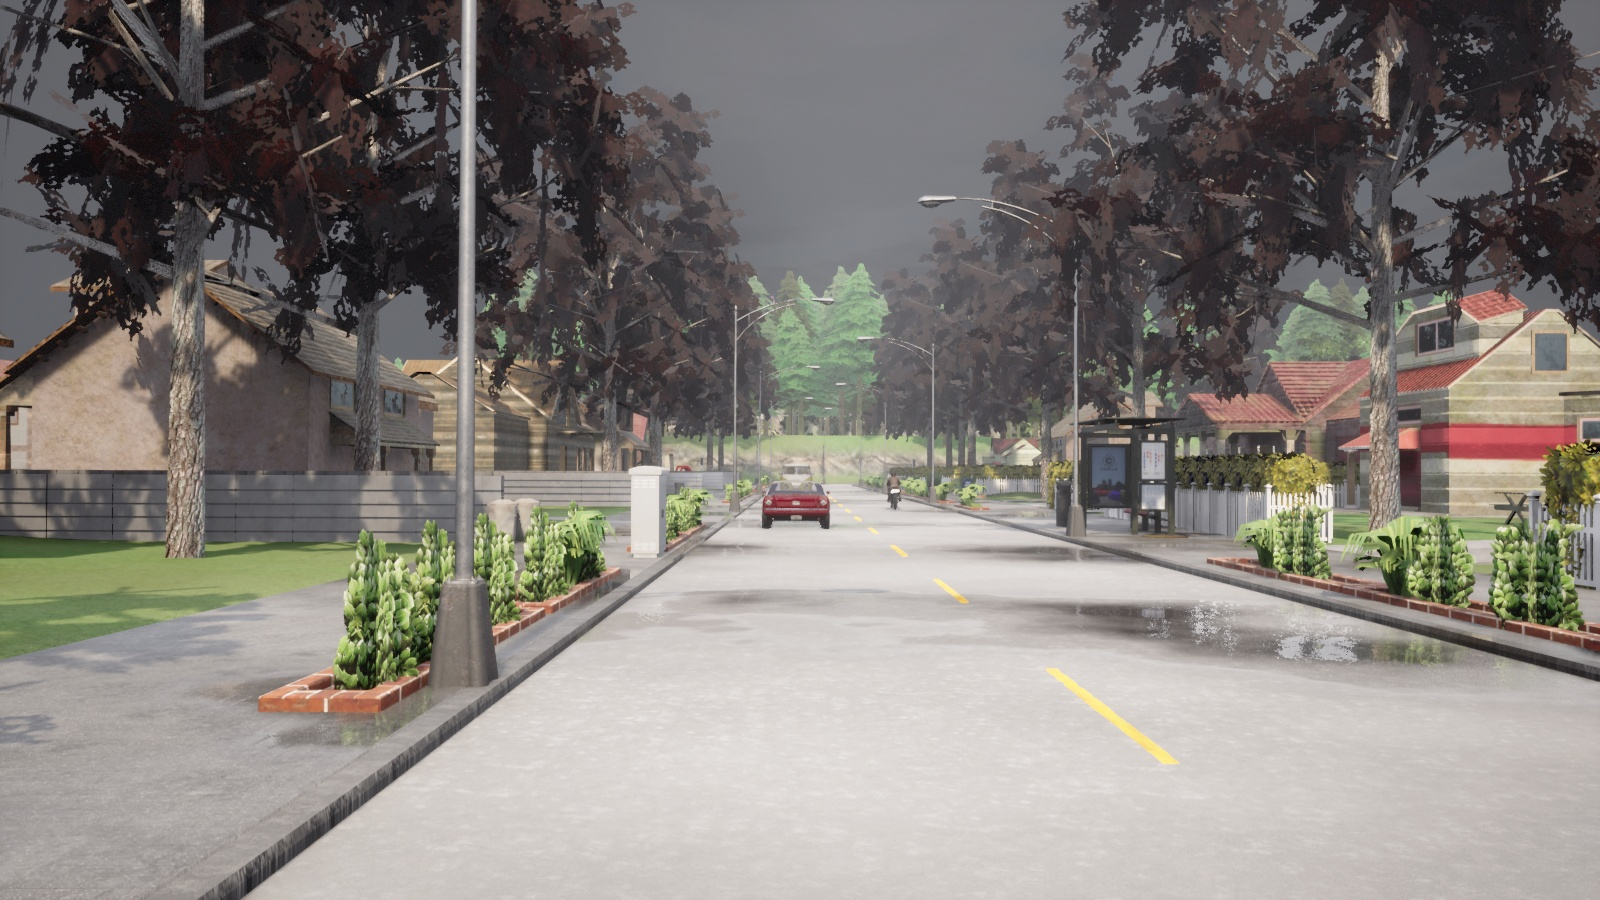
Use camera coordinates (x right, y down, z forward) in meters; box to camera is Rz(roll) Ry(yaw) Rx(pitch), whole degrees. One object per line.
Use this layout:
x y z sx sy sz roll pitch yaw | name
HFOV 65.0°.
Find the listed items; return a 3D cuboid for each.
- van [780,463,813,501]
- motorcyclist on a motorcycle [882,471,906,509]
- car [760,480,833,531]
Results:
-0.186 1.714 68.398 1.775 1.987 4.442 0 -1 0 | van
3.860 1.646 51.617 0.797 1.523 2.044 0 -1 0 | motorcyclist on a motorcycle
-0.095 1.505 35.199 1.895 1.301 4.718 0 -1 0 | car
